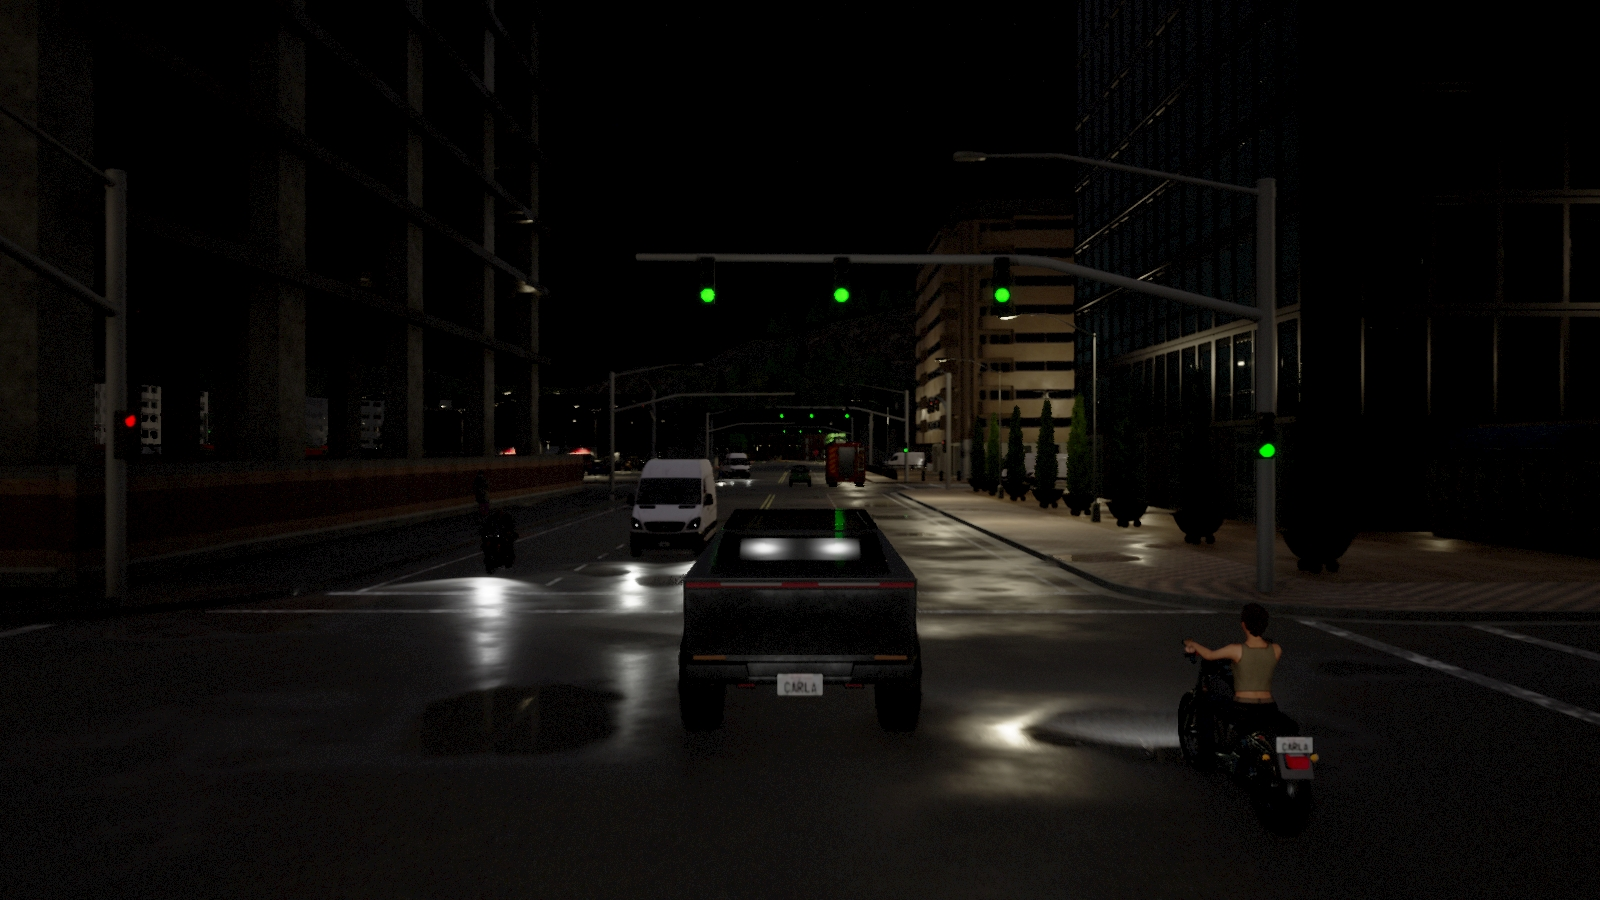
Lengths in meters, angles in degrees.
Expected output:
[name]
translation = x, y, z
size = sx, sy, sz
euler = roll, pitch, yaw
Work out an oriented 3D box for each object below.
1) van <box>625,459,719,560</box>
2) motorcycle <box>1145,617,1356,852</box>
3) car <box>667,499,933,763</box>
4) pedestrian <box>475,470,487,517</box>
[van]
translation = -3.493, 1.547, 32.289
size = 1.988, 2.561, 5.915
euler = 0, 0, 0
[motorcycle]
translation = 3.503, 2.158, 9.161
size = 0.764, 1.307, 2.356
euler = 0, 0, 0
[car]
translation = 0.002, 1.759, 13.376
size = 2.390, 2.098, 6.274
euler = 0, 0, 0
[pedestrian]
translation = -12.651, 1.714, 45.332
size = 0.375, 1.860, 0.375
euler = 0, 0, 3
